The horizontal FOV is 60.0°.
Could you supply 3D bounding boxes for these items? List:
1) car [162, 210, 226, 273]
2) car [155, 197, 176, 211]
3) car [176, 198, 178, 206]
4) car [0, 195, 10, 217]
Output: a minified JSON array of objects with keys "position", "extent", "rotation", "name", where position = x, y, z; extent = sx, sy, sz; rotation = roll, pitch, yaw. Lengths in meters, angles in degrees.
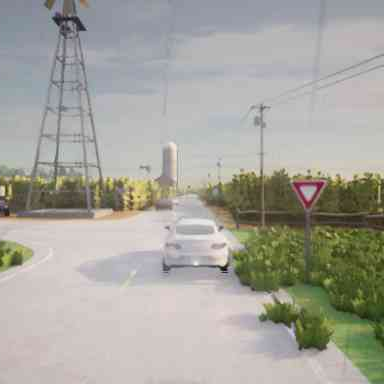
[{"position":[0.079,1.516,10.581],"extent":[1.812,1.442,4.674],"rotation":[0,0,0],"name":"car"},{"position":[-3.287,1.442,39.992],"extent":[1.882,1.535,5.008],"rotation":[0,0,0],"name":"car"},{"position":[-3.266,1.477,54.363],"extent":[1.812,1.442,4.674],"rotation":[0,0,0],"name":"car"},{"position":[-17.221,1.191,29.397],"extent":[1.905,1.878,3.866],"rotation":[0,0,-31],"name":"car"}]
